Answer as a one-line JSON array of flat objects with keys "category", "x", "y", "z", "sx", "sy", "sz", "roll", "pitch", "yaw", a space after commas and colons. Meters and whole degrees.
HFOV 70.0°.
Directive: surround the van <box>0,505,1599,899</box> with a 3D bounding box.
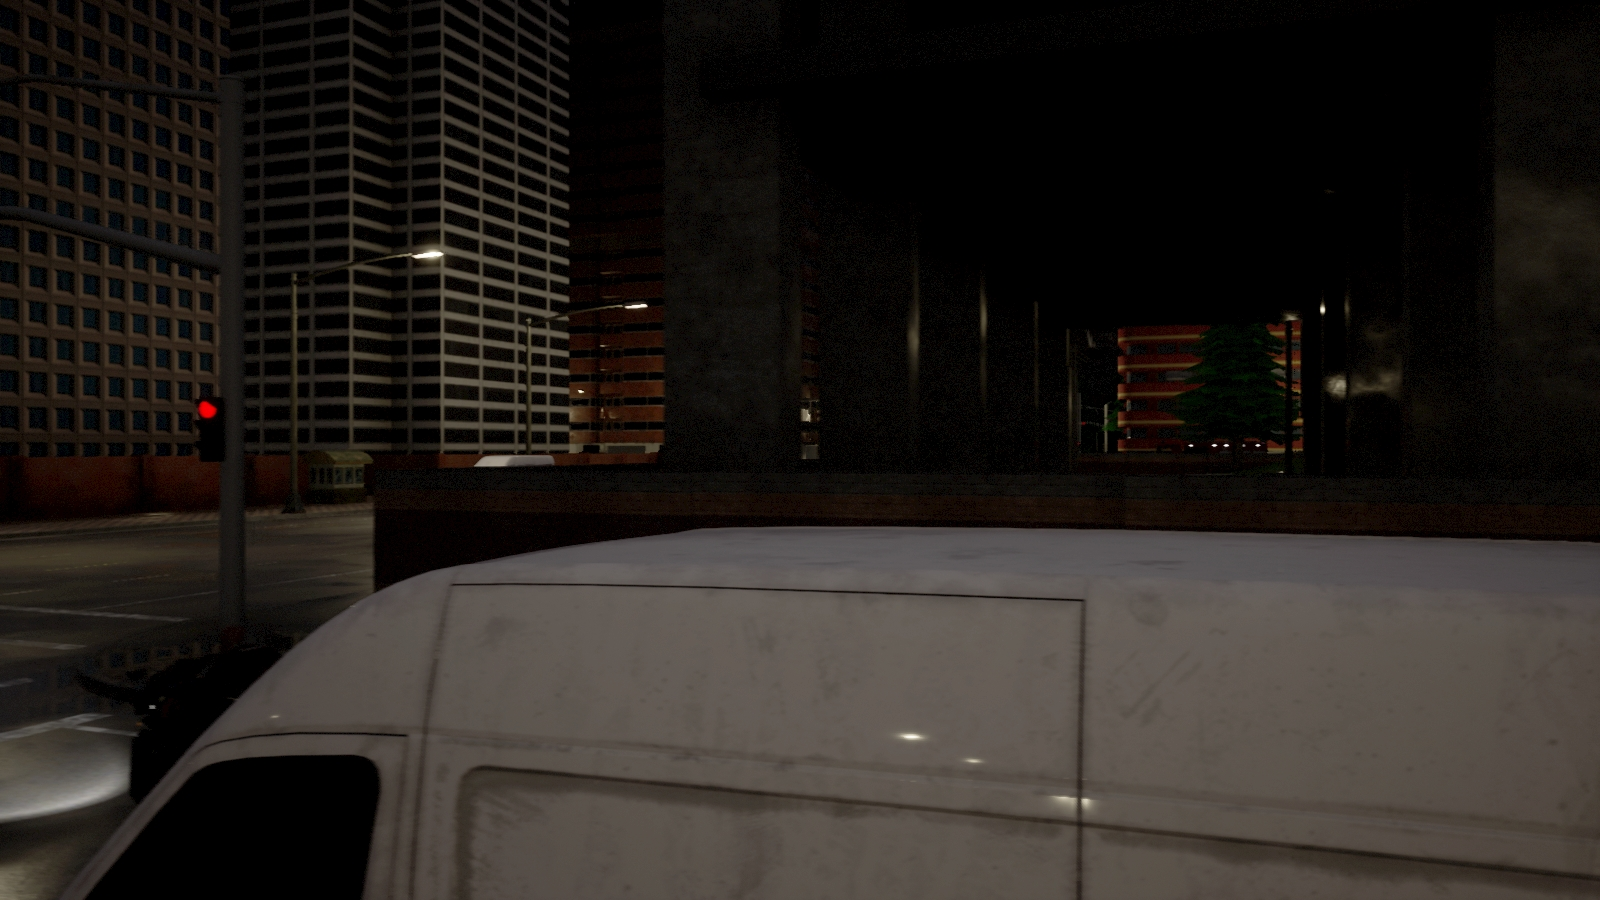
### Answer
[{"category": "van", "x": -0.104, "y": 1.534, "z": 3.335, "sx": 5.915, "sy": 2.561, "sz": 1.988, "roll": 0, "pitch": 0, "yaw": 20}]
